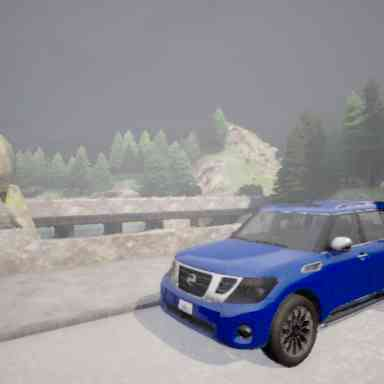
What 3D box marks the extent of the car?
[{"bbox_3d":[2.160,1.205,6.124,5.566,2.045,2.150,0,0,-36],"label":"car"}]
